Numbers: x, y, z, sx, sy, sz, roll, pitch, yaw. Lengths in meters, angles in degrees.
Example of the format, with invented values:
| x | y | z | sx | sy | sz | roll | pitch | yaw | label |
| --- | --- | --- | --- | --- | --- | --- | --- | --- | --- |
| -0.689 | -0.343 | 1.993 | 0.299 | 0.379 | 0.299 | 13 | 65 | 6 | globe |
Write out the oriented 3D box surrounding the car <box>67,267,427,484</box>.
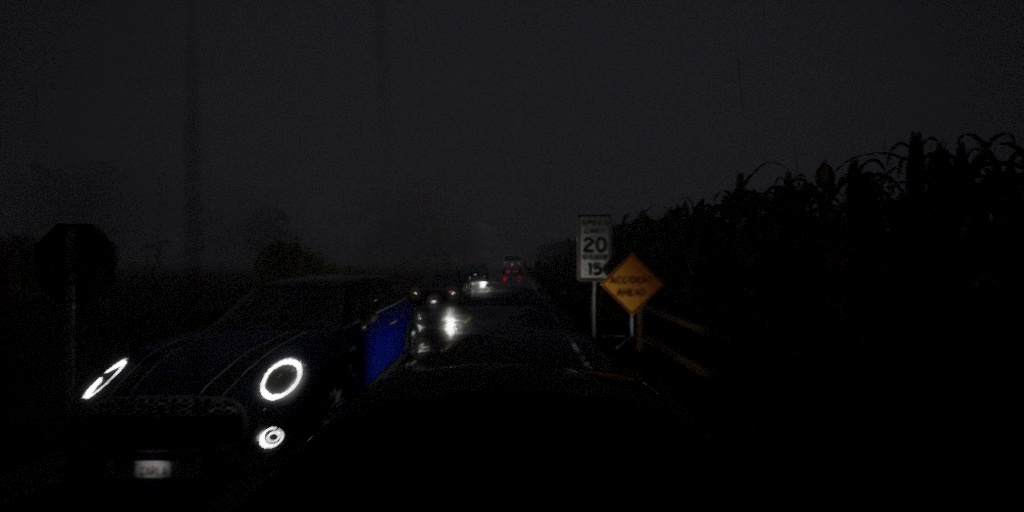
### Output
| x | y | z | sx | sy | sz | roll | pitch | yaw | label |
| --- | --- | --- | --- | --- | --- | --- | --- | --- | --- |
| -2.848 | 1.096 | 5.090 | 2.097 | 1.767 | 4.553 | 0 | 0 | 0 | car |

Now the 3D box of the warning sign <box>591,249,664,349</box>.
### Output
| x | y | z | sx | sy | sz | roll | pitch | yaw | label |
| --- | --- | --- | --- | --- | --- | --- | --- | --- | --- |
| 2.453 | 0.853 | 7.361 | 1.300 | 1.860 | 1.060 | 0 | 0 | 0 | warning sign |

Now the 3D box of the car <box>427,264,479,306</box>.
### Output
| x | y | z | sx | sy | sz | roll | pitch | yaw | label |
| --- | --- | --- | --- | --- | --- | --- | --- | --- | --- |
| -2.840 | 1.266 | 15.701 | 2.033 | 1.411 | 5.357 | 0 | 0 | 0 | car |

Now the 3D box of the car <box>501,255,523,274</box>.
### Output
| x | y | z | sx | sy | sz | roll | pitch | yaw | label |
| --- | --- | --- | --- | --- | --- | --- | --- | --- | --- |
| 0.026 | 0.863 | 39.009 | 2.150 | 2.045 | 5.566 | 0 | 0 | 0 | car |

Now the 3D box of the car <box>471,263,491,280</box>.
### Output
| x | y | z | sx | sy | sz | roll | pitch | yaw | label |
| --- | --- | --- | --- | --- | --- | --- | --- | --- | --- |
| -2.820 | 1.240 | 29.654 | 1.994 | 1.385 | 4.181 | 0 | 0 | 0 | car |
